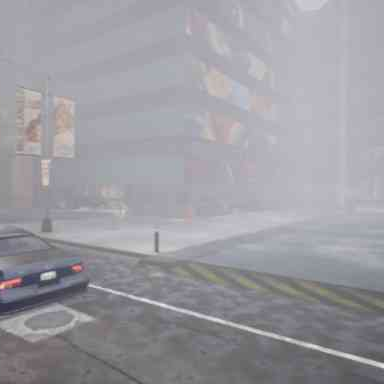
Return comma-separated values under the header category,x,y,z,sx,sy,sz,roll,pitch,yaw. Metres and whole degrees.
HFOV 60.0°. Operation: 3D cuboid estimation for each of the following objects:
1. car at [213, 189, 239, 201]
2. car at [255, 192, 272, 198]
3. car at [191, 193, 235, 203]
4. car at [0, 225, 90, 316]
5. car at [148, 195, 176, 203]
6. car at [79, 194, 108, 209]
category,x,y,z,sx,sy,sz,roll,pitch,yaw
car,6.002,0.563,60.218,5.566,2.045,2.435,1,1,35
car,19.986,0.865,93.068,4.892,1.521,2.231,1,1,35
car,1.272,1.057,31.729,4.674,1.452,2.002,1,1,35
car,-4.510,1.443,7.099,5.357,1.411,2.033,1,1,35
car,-4.017,1.035,44.646,4.718,1.301,1.895,1,1,35
car,-11.062,0.997,35.420,4.786,1.482,2.161,1,1,35
